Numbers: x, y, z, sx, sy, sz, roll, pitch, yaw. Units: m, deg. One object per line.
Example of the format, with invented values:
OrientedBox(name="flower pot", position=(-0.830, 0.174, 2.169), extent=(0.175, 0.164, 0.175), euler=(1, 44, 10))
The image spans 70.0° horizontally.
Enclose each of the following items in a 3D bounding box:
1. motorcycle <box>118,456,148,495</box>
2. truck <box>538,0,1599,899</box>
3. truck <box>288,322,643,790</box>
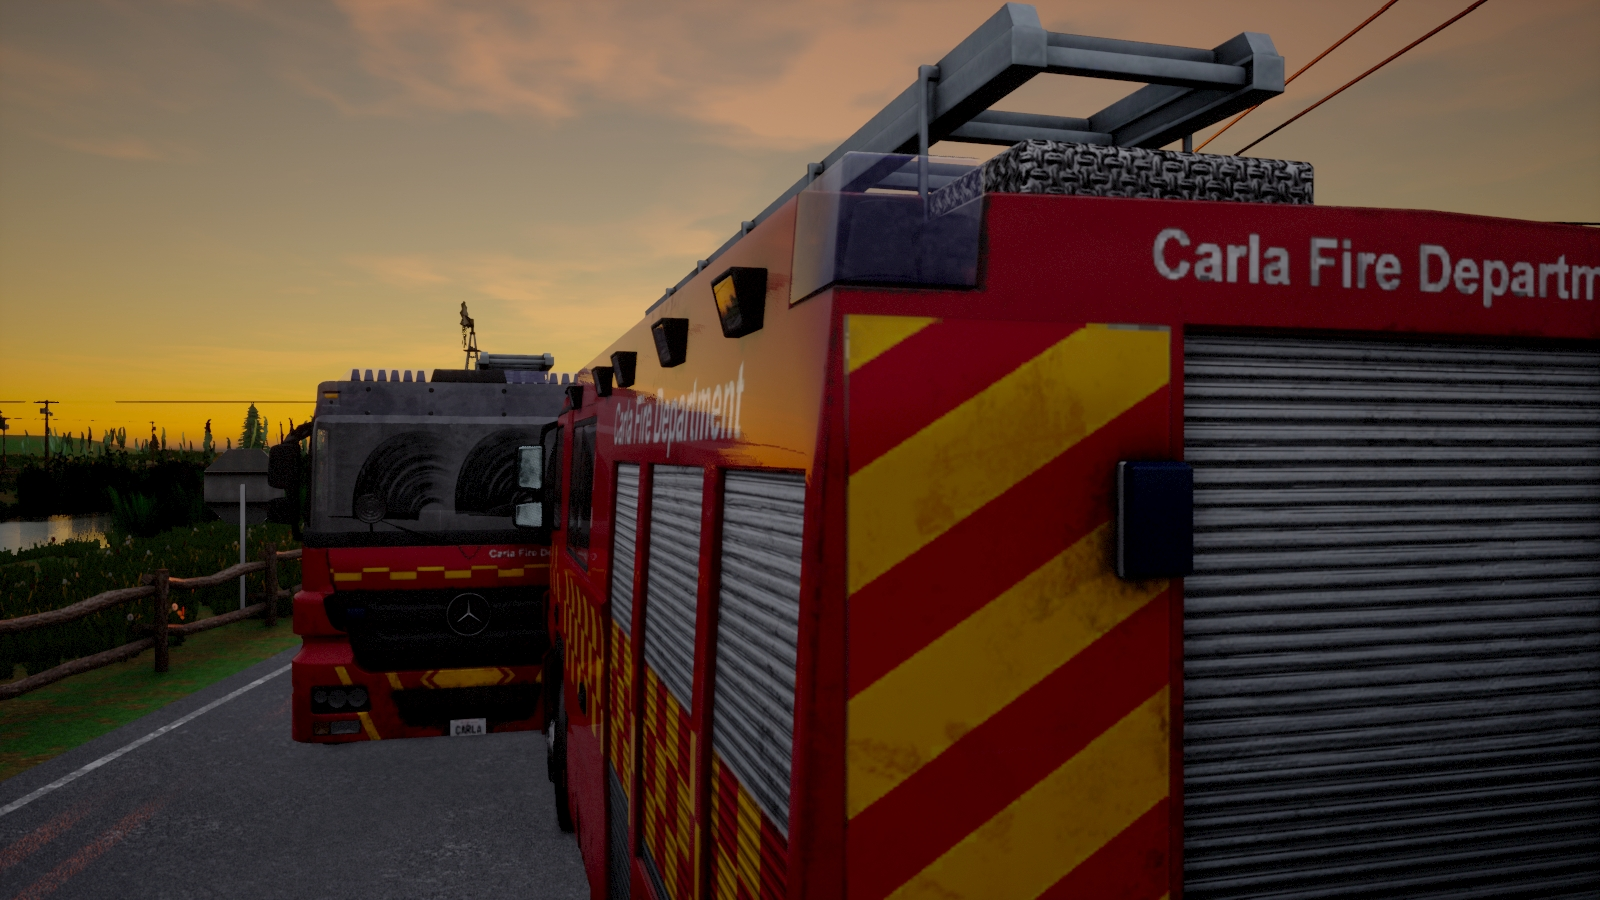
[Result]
OrientedBox(name="motorcycle", position=(-41.452, 1.577, 71.056), extent=(0.803, 2.348, 2.033), euler=(0, 0, -4))
OrientedBox(name="truck", position=(0.125, 0.867, 6.870), extent=(2.891, 3.827, 8.468), euler=(0, 0, -16))
OrientedBox(name="truck", position=(-3.935, 0.862, 13.803), extent=(2.891, 3.827, 8.468), euler=(0, 0, -16))
